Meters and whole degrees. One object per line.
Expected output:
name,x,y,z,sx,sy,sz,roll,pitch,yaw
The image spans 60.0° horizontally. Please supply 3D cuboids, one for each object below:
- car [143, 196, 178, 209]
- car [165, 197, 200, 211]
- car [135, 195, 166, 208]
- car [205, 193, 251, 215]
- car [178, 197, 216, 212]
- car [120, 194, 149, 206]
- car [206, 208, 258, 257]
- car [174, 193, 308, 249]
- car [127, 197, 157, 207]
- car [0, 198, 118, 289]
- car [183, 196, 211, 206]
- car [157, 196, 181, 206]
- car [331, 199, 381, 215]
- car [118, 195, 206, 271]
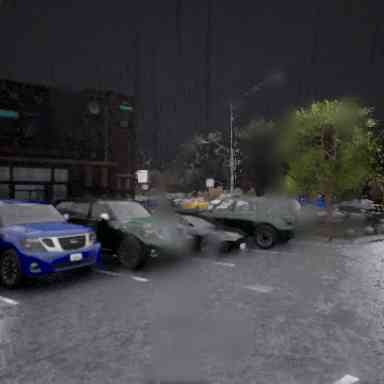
car,-4.458,1.456,47.627,2.097,1.535,5.008,0,1,36
car,-1.110,1.495,42.645,2.002,1.452,4.674,-1,0,36
car,-6.171,1.332,50.095,2.185,1.767,4.553,-1,0,36
car,3.941,1.203,35.155,2.435,2.045,5.566,0,1,36
car,0.688,1.449,40.310,1.946,1.575,5.366,-1,0,36
car,-9.475,1.334,55.124,2.185,1.767,4.553,0,1,36
car,-0.201,1.505,12.918,4.792,1.488,2.163,-1,-1,34
car,2.150,1.221,14.645,5.566,2.045,2.435,-1,0,35
car,-7.823,1.498,52.609,2.002,1.452,4.674,-1,0,36
car,-5.025,1.233,9.474,5.566,2.045,2.435,-1,-1,35
car,0.733,1.511,56.769,2.033,1.411,5.357,0,0,-34
car,-3.978,1.446,56.419,1.882,1.535,5.008,0,0,-33
car,16.330,1.450,33.409,2.128,1.511,4.902,0,0,-31
car,-2.614,1.229,11.191,5.566,2.045,2.435,-1,-1,35
